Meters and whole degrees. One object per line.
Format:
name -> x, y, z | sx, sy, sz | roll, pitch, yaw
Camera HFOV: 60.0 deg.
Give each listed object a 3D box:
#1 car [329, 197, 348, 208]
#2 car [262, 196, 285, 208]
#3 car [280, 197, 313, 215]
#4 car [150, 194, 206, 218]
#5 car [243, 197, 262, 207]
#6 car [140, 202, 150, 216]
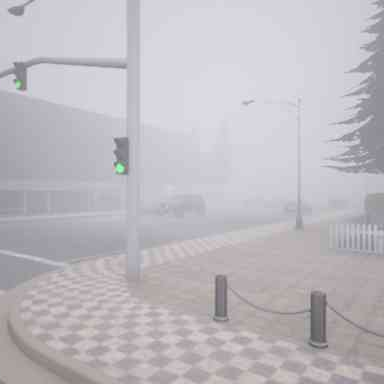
car -> 21.809, 1.461, 49.456 | 1.882, 1.535, 5.008 | 0, 0, 36
car -> 12.427, 1.323, 48.424 | 2.097, 1.767, 4.553 | 0, 0, 36
car -> 11.138, 1.548, 34.669 | 1.994, 1.385, 4.181 | 0, 0, 36
car -> -0.910, 1.195, 30.108 | 2.150, 2.045, 5.566 | 0, 0, 36
car -> 9.412, 1.447, 50.232 | 1.882, 1.535, 5.008 | 0, 0, 36
car -> -3.534, 1.569, 32.454 | 1.895, 1.301, 4.718 | 0, 0, 36
